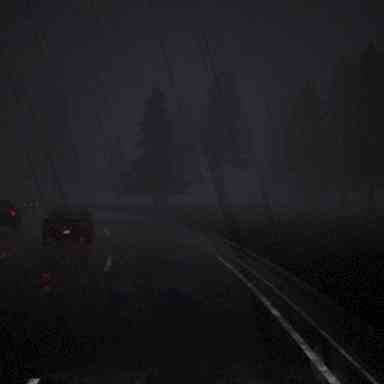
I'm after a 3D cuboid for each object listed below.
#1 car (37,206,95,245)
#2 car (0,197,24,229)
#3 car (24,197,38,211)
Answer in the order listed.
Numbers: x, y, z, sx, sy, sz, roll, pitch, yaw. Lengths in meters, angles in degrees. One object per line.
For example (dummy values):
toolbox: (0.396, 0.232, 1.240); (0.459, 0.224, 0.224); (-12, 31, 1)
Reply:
car: (-5.485, 1.352, 15.065); (1.882, 1.535, 5.008); (0, 0, -16)
car: (-11.434, 1.192, 19.827); (2.097, 1.767, 4.553); (0, 1, -25)
car: (-17.756, 1.269, 34.362); (5.357, 1.411, 2.033); (0, 1, 41)
